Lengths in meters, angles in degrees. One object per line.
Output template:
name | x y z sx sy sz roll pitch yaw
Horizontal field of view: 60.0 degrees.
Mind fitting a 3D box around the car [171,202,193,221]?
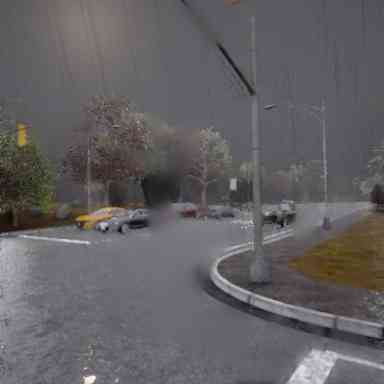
car | -1.228 1.804 32.044 2.097 1.767 4.553 -2 -1 33

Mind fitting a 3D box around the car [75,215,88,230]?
car | -6.218 1.917 24.433 1.882 1.535 5.008 -2 -1 34

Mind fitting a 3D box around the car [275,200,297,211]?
car | 13.963 1.974 49.305 1.837 1.490 4.892 -2 -2 33

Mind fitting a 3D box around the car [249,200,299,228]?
car | 6.194 1.520 24.005 2.097 1.767 4.553 -2 -1 33

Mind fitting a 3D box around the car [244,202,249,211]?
car | 8.171 2.088 46.771 1.994 1.385 4.181 -2 -1 33

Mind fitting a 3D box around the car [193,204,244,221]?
car | 2.628 1.911 31.559 2.033 1.411 5.357 -2 -1 33

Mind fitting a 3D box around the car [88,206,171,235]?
car | -3.894 1.838 21.611 2.128 1.511 4.902 -2 -1 34
